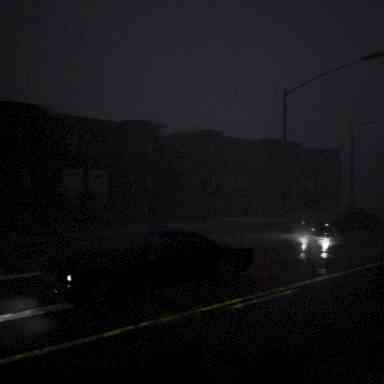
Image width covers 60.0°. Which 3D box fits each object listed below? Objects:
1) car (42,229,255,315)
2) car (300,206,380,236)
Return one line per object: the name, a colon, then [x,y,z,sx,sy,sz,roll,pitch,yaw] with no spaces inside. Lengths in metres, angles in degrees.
car: [-0.825,1.595,7.692,4.718,1.301,1.895,0,0,-35]
car: [8.309,1.517,18.419,5.357,1.411,2.033,0,0,-35]
